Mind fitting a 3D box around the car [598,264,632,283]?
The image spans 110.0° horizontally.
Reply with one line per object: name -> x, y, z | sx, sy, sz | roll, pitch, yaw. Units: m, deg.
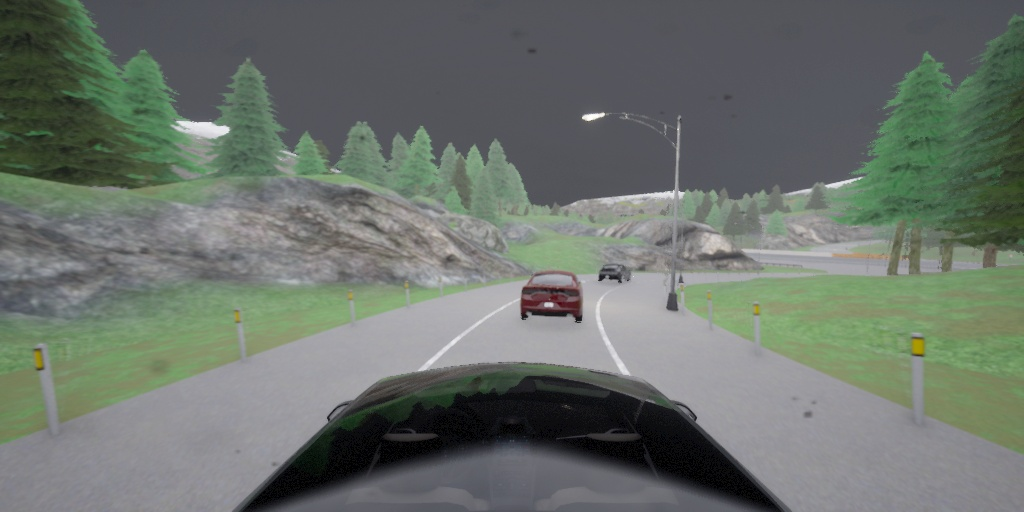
car -> 8.720, 1.424, 30.136 | 1.837, 1.490, 4.892 | 3, 0, 31

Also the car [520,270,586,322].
car -> 1.519, 1.238, 12.554 | 1.882, 1.535, 5.008 | 1, 0, 11
